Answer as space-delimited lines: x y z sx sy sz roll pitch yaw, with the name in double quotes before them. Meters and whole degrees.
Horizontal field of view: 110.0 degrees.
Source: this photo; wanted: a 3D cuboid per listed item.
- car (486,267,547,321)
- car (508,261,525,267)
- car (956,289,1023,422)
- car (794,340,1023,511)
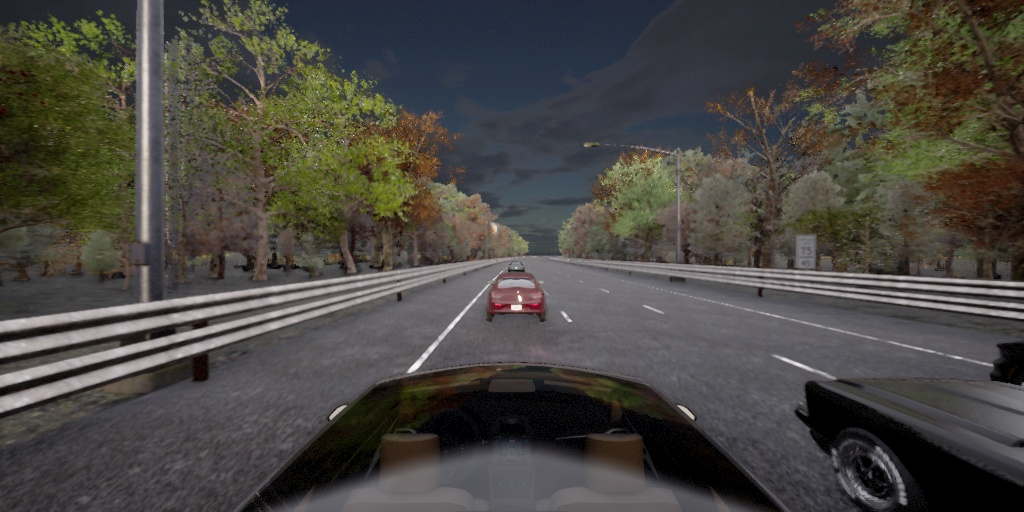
"car" 0.140 1.275 12.344 1.812 1.442 4.674 0 0 0
"car" 0.525 1.310 42.526 1.994 1.385 4.181 0 0 1
"car" 7.106 1.229 2.481 1.882 1.535 5.008 0 0 0
"car" 3.602 1.351 1.212 1.895 1.301 4.718 0 0 0
